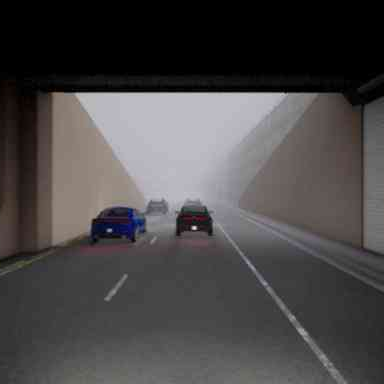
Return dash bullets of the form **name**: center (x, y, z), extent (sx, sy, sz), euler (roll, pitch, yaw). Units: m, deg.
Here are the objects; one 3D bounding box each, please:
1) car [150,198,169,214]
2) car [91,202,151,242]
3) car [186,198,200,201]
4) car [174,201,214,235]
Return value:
- **car**: center (-3.373, 1.384, 33.368), extent (2.128, 1.511, 4.902), euler (0, 0, 0)
- **car**: center (-3.387, 1.426, 16.144), extent (1.882, 1.535, 5.008), euler (0, 0, 0)
- **car**: center (0.128, 1.377, 35.392), extent (2.128, 1.511, 4.902), euler (0, 0, 0)
- **car**: center (0.115, 1.446, 18.219), extent (1.837, 1.490, 4.892), euler (0, 0, 0)
